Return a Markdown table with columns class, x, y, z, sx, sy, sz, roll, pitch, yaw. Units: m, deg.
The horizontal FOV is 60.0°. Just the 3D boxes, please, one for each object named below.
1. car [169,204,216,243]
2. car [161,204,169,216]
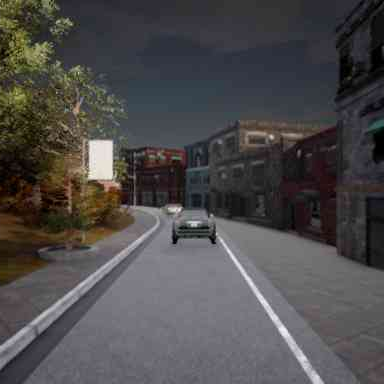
| class | x | y | z | sx | sy | sz | roll | pitch | yaw |
| --- | --- | --- | --- | --- | --- | --- | --- | --- | --- |
| car | 0.095 | 1.579 | 17.514 | 2.097 | 1.767 | 4.553 | 0 | -1 | 0 |
| car | -2.314 | 2.009 | 38.647 | 1.895 | 1.301 | 4.718 | 0 | 0 | -15 |
